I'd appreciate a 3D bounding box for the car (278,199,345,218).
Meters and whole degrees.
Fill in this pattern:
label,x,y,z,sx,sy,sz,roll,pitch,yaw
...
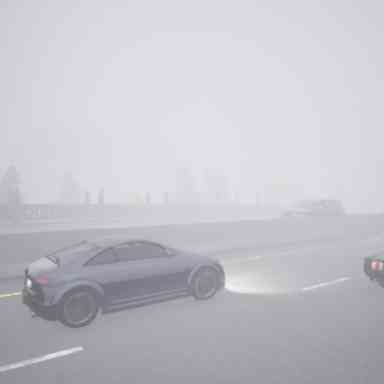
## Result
label,x,y,z,sx,sy,sz,roll,pitch,yaw
car,8.368,1.490,23.006,5.566,2.045,2.150,1,-1,-36

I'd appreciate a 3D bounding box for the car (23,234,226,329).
label,x,y,z,sx,sy,sz,roll,pitch,yaw
car,-1.283,1.622,7.136,4.181,1.385,1.994,1,-1,-36

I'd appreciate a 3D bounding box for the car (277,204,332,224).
label,x,y,z,sx,sy,sz,roll,pitch,yaw
car,9.610,1.833,28.221,5.008,1.535,1.882,2,-1,-36

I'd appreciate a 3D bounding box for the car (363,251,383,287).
label,x,y,z,sx,sy,sz,roll,pitch,yaw
car,6.373,1.721,8.355,4.718,1.301,1.895,1,-1,-36

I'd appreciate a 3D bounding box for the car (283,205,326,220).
label,x,y,z,sx,sy,sz,roll,pitch,yaw
car,11.485,2.097,33.892,4.181,1.385,1.994,3,-2,-36
